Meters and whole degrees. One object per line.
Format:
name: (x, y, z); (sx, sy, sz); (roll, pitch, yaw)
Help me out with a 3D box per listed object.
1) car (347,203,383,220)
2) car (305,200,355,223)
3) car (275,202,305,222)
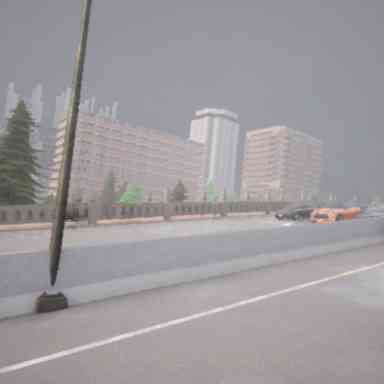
car: (12.694, 1.649, 22.360); (4.674, 1.442, 1.812); (0, 0, -37)
car: (11.145, 1.505, 25.574); (4.553, 1.767, 2.097); (0, -1, -37)
car: (9.130, 1.682, 28.437); (4.892, 1.490, 1.837); (0, 0, -37)
